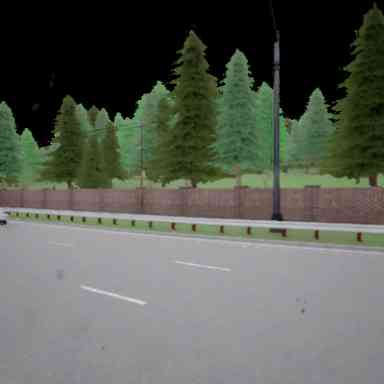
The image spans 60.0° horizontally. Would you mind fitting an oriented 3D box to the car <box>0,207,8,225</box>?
[{"bbox_3d":[-14.391,1.512,22.828,4.674,1.442,1.812,0,0,35],"label":"car"}]
